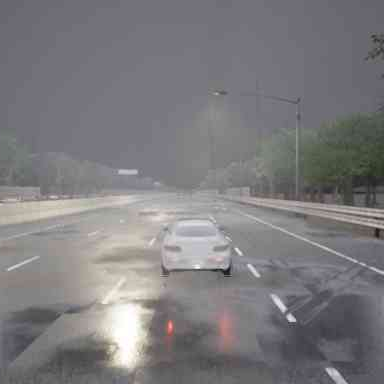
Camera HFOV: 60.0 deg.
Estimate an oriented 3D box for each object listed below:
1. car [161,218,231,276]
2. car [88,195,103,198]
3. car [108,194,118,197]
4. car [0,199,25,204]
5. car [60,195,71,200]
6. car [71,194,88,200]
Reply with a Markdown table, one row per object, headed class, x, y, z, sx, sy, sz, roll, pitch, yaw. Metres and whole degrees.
| class | x | y | z | sx | sy | sz | roll | pitch | yaw |
| --- | --- | --- | --- | --- | --- | --- | --- | --- | --- |
| car | 0.083 | 1.516 | 10.142 | 1.812 | 1.442 | 4.674 | 0 | 0 | -1 |
| car | -21.233 | 1.353 | 74.812 | 1.994 | 1.385 | 4.181 | 0 | 0 | 0 |
| car | -17.733 | 1.156 | 74.856 | 2.097 | 1.767 | 4.553 | 0 | 0 | 0 |
| car | -17.660 | 1.457 | 32.476 | 1.812 | 1.442 | 4.674 | 0 | 0 | 0 |
| car | -28.234 | 1.303 | 75.201 | 1.812 | 1.442 | 4.674 | 0 | 0 | 0 |
| car | -24.733 | 1.156 | 74.828 | 2.097 | 1.767 | 4.553 | 0 | 0 | 0 |
